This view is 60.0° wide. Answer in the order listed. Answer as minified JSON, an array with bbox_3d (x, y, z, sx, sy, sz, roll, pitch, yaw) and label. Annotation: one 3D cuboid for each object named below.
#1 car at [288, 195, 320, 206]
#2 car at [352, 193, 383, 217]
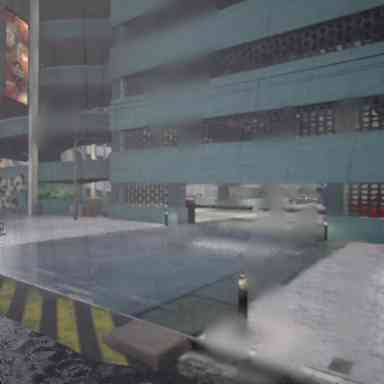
[{"bbox_3d":[15.845,1.129,46.462,4.674,1.452,2.002,1,1,36],"label":"car"},{"bbox_3d":[10.863,1.012,18.012,5.566,2.045,2.435,1,1,36],"label":"car"}]
